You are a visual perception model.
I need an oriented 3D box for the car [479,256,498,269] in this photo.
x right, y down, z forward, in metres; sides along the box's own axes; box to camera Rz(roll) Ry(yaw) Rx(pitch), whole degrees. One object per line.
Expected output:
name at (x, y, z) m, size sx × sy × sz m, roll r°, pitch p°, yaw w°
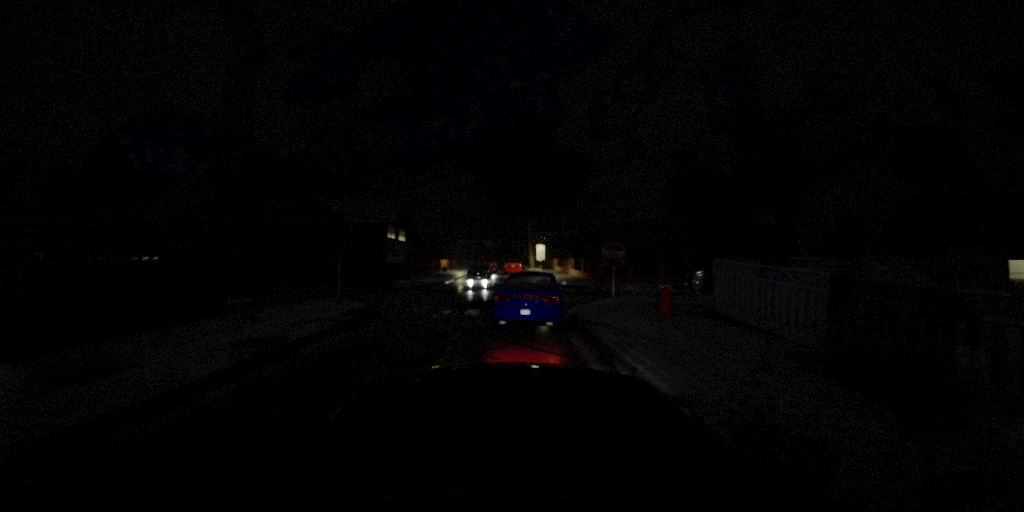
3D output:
car at (-2.852, 0.998, 41.621) m, size 2.150 × 2.045 × 5.566 m, roll 0°, pitch 0°, yaw 0°

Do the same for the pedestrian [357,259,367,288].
pedestrian at (-9.668, 1.115, 23.078) m, size 0.375 × 1.860 × 0.375 m, roll 0°, pitch -1°, yaw 1°

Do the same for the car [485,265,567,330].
car at (0.671, 1.211, 11.191) m, size 1.882 × 1.535 × 5.008 m, roll 0°, pitch 0°, yaw 8°

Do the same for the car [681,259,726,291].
car at (11.897, 0.953, 19.881) m, size 4.553 × 1.767 × 2.097 m, roll -1°, pitch -2°, yaw 1°

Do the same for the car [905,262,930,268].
car at (21.845, 1.004, 19.761) m, size 4.674 × 1.442 × 1.812 m, roll -1°, pitch -2°, yaw 1°

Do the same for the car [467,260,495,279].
car at (-2.843, 1.307, 32.161) m, size 1.994 × 1.385 × 4.181 m, roll 0°, pitch 0°, yaw 0°

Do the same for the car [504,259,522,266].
car at (0.115, 1.128, 41.594) m, size 2.097 × 1.767 × 4.553 m, roll 0°, pitch 0°, yaw 0°
